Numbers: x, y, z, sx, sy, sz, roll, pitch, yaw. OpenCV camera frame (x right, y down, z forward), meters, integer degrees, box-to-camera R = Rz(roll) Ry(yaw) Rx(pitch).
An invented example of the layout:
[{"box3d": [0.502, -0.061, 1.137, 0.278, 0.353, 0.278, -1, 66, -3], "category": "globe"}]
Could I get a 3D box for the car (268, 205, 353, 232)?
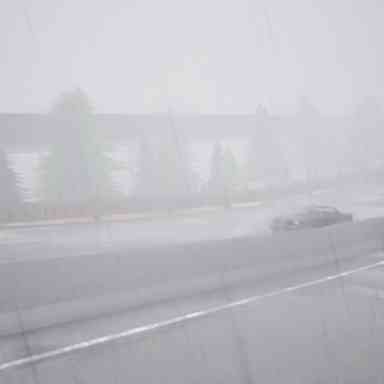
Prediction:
[{"box3d": [6.056, 1.384, 16.846, 4.718, 1.301, 1.895, -3, 2, -35], "category": "car"}]
